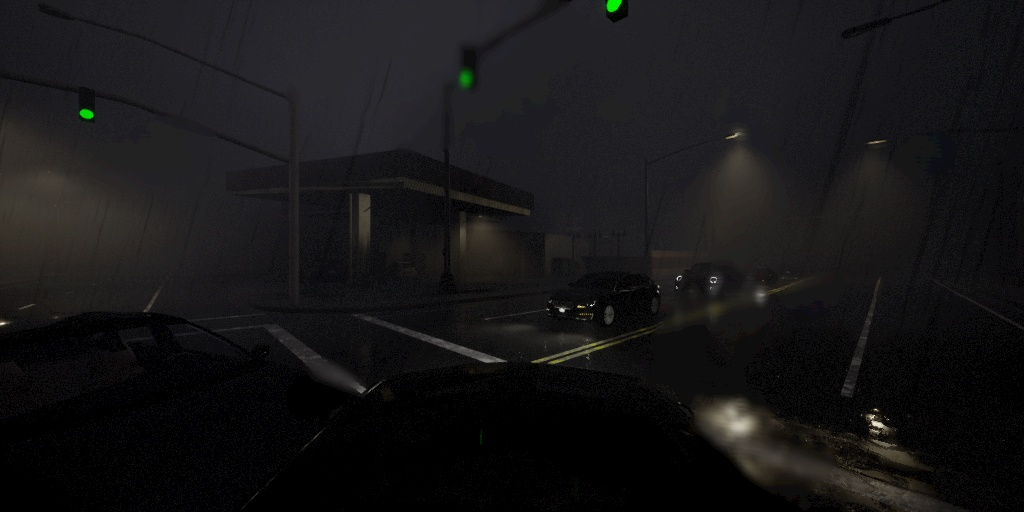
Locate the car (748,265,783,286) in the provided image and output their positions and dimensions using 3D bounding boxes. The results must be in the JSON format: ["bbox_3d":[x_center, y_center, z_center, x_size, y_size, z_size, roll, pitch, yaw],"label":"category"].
[{"bbox_3d":[17.188,1.314,25.089,4.181,1.385,1.994,0,0,-45],"label":"car"}]

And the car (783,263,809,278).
[{"bbox_3d":[26.681,1.315,34.069,4.181,1.385,1.994,0,0,-43],"label":"car"}]

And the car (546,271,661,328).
[{"bbox_3d":[3.129,1.255,11.632,4.892,1.490,1.837,0,0,-44],"label":"car"}]

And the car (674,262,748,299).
[{"bbox_3d":[10.114,1.102,18.329,4.553,1.767,2.097,0,0,-44],"label":"car"}]

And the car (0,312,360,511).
[{"bbox_3d":[-3.365,1.242,2.751,4.902,1.511,2.128,0,0,16],"label":"car"}]
